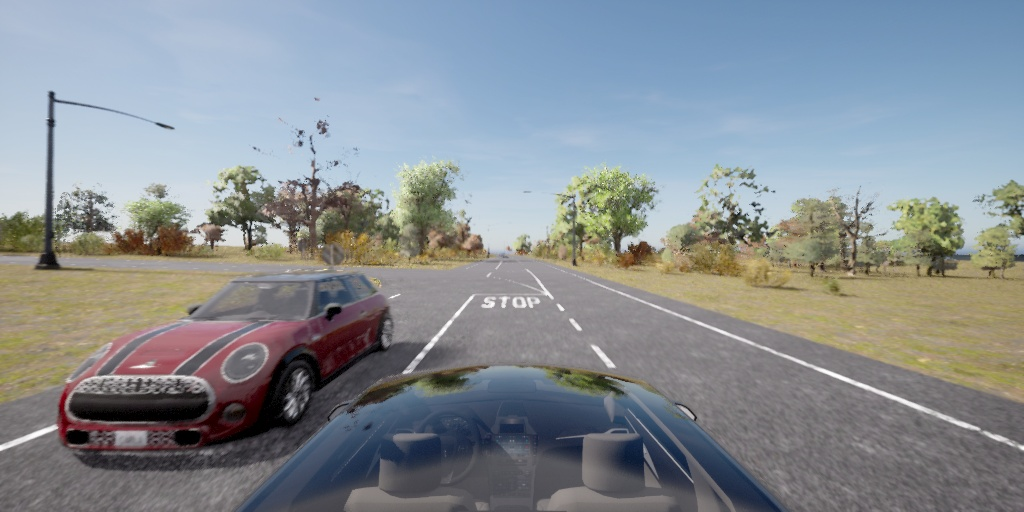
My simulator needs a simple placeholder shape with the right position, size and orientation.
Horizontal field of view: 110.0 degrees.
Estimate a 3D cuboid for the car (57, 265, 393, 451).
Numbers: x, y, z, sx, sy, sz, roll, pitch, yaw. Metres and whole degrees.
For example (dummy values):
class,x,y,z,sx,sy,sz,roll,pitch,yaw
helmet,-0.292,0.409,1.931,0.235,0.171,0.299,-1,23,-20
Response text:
class,x,y,z,sx,sy,sz,roll,pitch,yaw
car,-3.508,1.057,5.536,2.097,1.767,4.553,0,1,0
